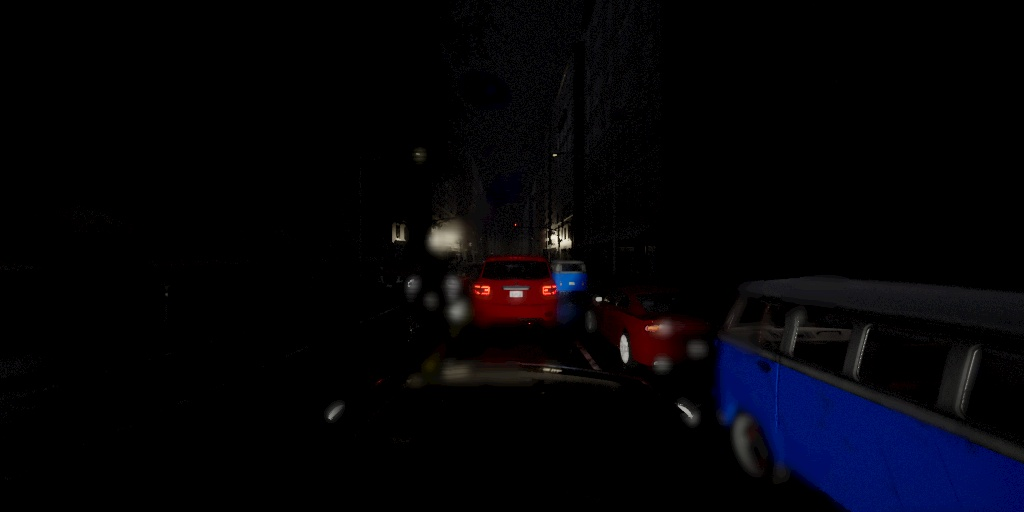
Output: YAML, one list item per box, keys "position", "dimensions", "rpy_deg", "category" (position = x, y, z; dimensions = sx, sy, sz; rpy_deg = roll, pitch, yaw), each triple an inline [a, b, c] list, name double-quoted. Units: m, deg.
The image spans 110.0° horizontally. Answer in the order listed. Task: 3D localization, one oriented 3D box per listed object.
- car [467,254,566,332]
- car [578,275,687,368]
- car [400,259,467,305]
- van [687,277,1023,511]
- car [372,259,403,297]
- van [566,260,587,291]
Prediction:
- position: [0.113, 0.970, 10.954]
  dimensions: [2.150, 2.045, 5.566]
  rpy_deg: [0, 0, 0]
  category: "car"
- position: [2.863, 1.294, 7.733]
  dimensions: [1.888, 1.381, 4.507]
  rpy_deg: [0, 0, 0]
  category: "car"
- position: [-3.071, 1.099, 15.849]
  dimensions: [2.097, 1.767, 4.553]
  rpy_deg: [0, 0, 0]
  category: "car"
- position: [2.856, 1.091, 2.072]
  dimensions: [1.690, 1.789, 3.998]
  rpy_deg: [0, 0, 0]
  category: "van"
- position: [-5.647, 1.060, 19.025]
  dimensions: [2.192, 1.841, 5.009]
  rpy_deg: [0, 0, 0]
  category: "car"
- position: [2.878, 1.086, 19.054]
  dimensions: [1.690, 1.789, 3.998]
  rpy_deg: [0, 0, 0]
  category: "van"
